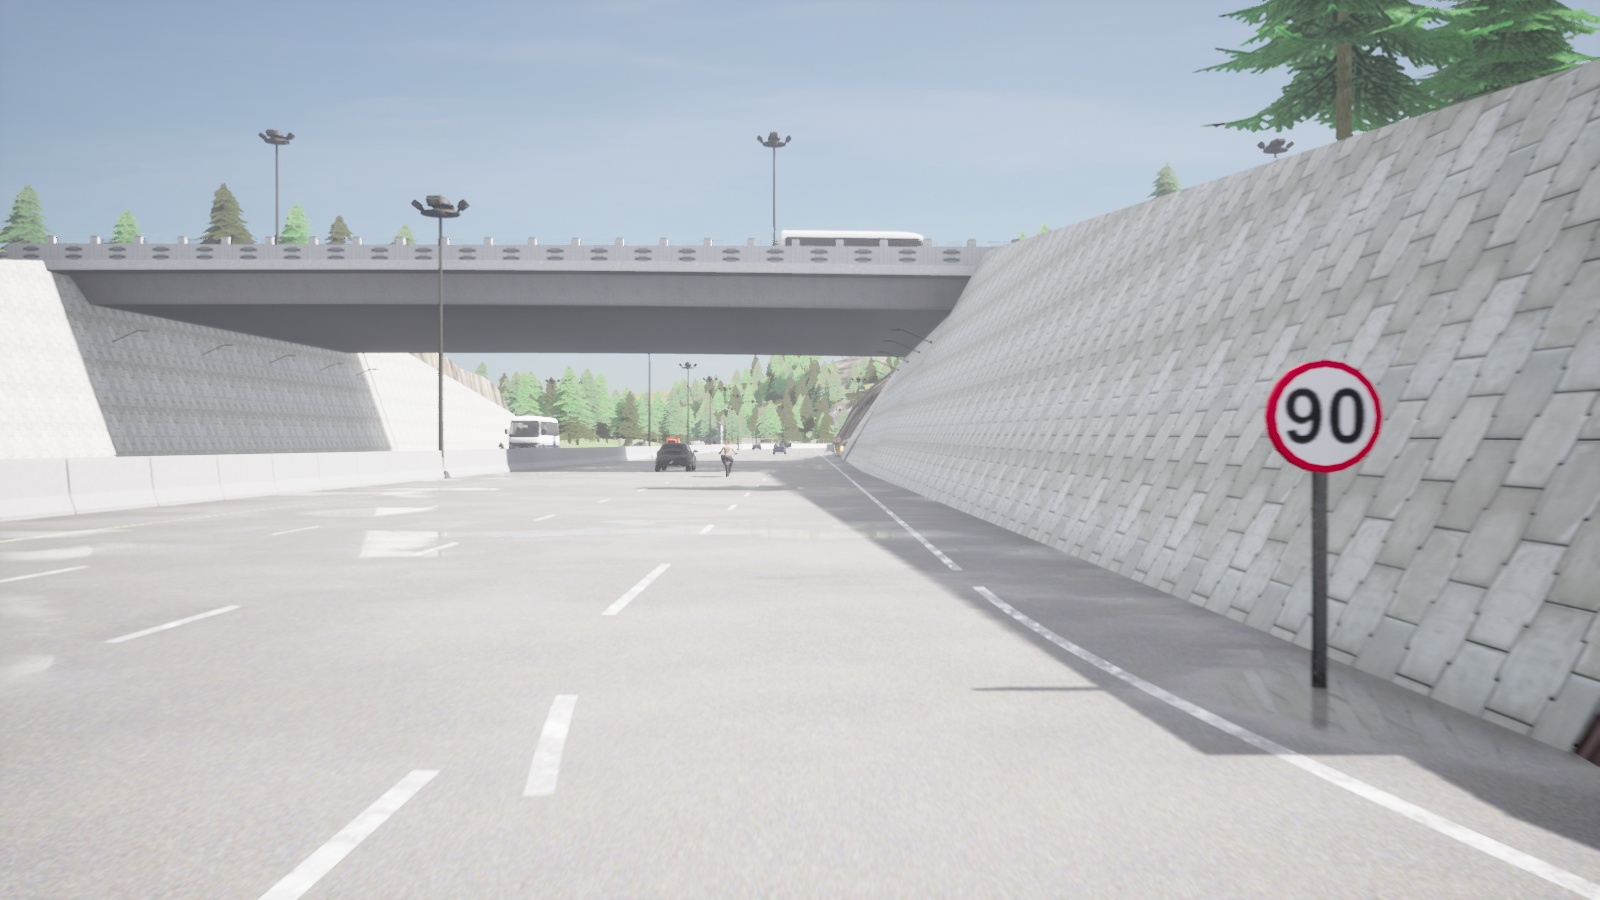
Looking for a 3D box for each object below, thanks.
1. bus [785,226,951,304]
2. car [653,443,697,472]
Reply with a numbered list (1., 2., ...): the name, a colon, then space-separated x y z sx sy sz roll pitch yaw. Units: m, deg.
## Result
1. bus: 4.239 -11.740 80.133 10.273 4.253 3.944 1 0 1
2. car: -6.603 0.369 66.998 1.837 1.490 4.892 0 0 0
